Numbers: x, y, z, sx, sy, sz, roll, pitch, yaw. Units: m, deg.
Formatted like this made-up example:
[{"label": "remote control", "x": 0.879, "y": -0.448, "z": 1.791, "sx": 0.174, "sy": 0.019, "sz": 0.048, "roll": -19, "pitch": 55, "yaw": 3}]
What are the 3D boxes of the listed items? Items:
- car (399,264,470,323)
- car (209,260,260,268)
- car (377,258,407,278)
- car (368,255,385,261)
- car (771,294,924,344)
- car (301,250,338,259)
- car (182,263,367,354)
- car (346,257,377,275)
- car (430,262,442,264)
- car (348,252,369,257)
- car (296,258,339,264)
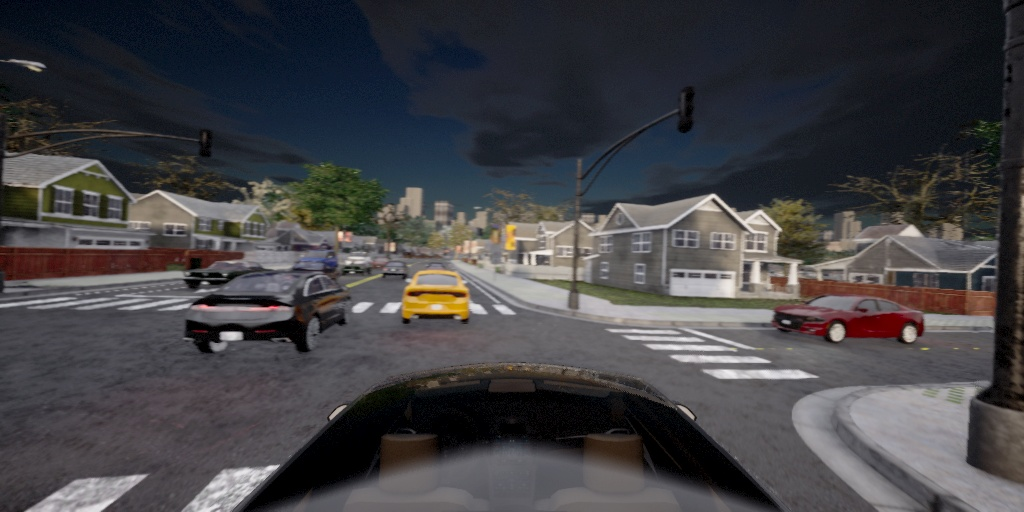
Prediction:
[{"label": "car", "x": -2.517, "y": 1.215, "z": 12.012, "sx": 1.882, "sy": 1.535, "sz": 5.008, "roll": 3, "pitch": -1, "yaw": -12}, {"label": "car", "x": -13.939, "y": 0.887, "z": 17.927, "sx": 1.895, "sy": 1.301, "sz": 4.718, "roll": 3, "pitch": -1, "yaw": -12}, {"label": "car", "x": -9.702, "y": 1.132, "z": 30.187, "sx": 2.033, "sy": 1.411, "sz": 5.357, "roll": 3, "pitch": 0, "yaw": -12}, {"label": "car", "x": -16.308, "y": 0.899, "z": 44.831, "sx": 1.882, "sy": 1.535, "sz": 5.008, "roll": 3, "pitch": 0, "yaw": -12}, {"label": "car", "x": 11.578, "y": 2.066, "z": 12.457, "sx": 5.008, "sy": 1.535, "sz": 1.882, "roll": 3, "pitch": 0, "yaw": -12}, {"label": "car", "x": -16.715, "y": 0.499, "z": 31.105, "sx": 2.150, "sy": 2.045, "sz": 5.566, "roll": 3, "pitch": 0, "yaw": -12}, {"label": "car", "x": -5.014, "y": 1.081, "z": 8.155, "sx": 2.128, "sy": 1.511, "sz": 4.902, "roll": 3, "pitch": -1, "yaw": -12}, {"label": "car", "x": -13.491, "y": 1.028, "z": 31.461, "sx": 1.895, "sy": 1.301, "sz": 4.718, "roll": 3, "pitch": 0, "yaw": -12}, {"label": "car", "x": -7.063, "y": 1.295, "z": 33.383, "sx": 1.994, "sy": 1.385, "sz": 4.181, "roll": 3, "pitch": -1, "yaw": -12}, {"label": "car", "x": -20.094, "y": 0.496, "z": 47.176, "sx": 2.150, "sy": 2.045, "sz": 5.566, "roll": 3, "pitch": -1, "yaw": -11}, {"label": "car", "x": -11.034, "y": 0.997, "z": 19.901, "sx": 1.994, "sy": 1.385, "sz": 4.181, "roll": 3, "pitch": -1, "yaw": -12}]
